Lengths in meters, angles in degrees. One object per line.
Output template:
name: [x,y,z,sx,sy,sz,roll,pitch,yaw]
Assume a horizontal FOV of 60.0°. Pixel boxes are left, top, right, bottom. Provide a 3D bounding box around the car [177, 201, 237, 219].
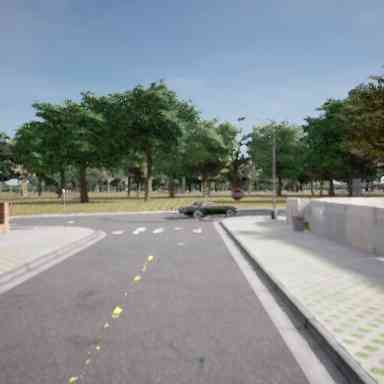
car: [1.319,1.419,26.989,4.718,1.301,1.895,-1,1,-23]
